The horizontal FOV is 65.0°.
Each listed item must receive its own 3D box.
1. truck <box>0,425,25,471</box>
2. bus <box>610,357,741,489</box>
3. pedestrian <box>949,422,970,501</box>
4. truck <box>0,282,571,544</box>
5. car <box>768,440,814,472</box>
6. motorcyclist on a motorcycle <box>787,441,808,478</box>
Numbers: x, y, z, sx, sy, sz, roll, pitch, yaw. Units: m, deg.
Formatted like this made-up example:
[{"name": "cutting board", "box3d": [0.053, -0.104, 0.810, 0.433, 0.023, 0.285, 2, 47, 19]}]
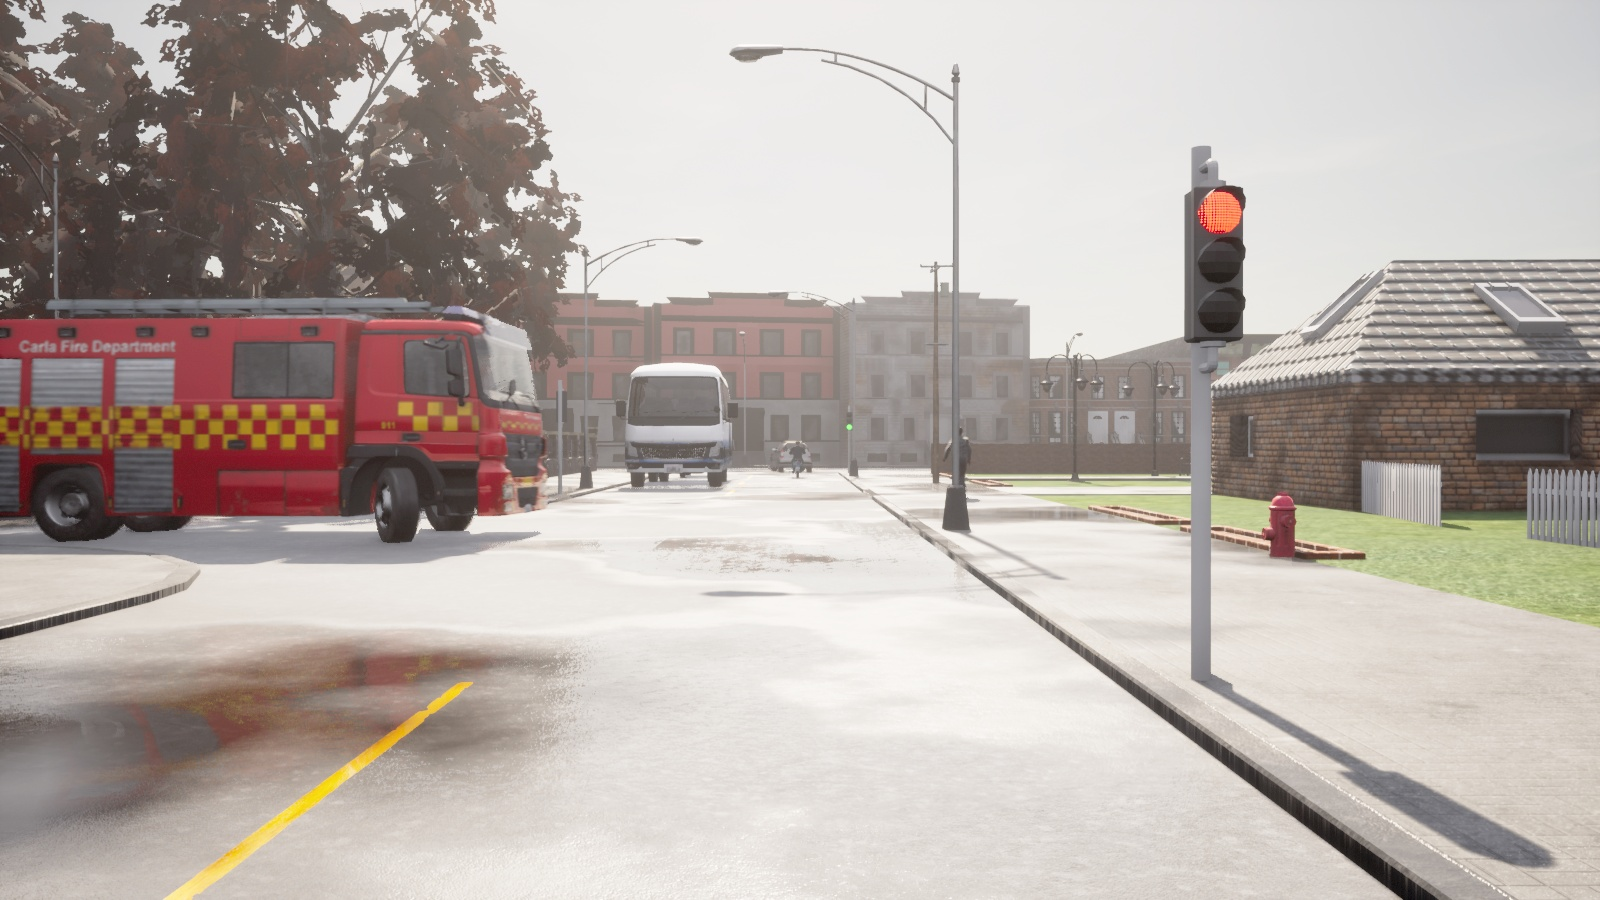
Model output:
[{"name": "truck", "box3d": [-45.850, -0.193, 68.736, 5.204, 2.467, 2.627, 2, 0, 0]}, {"name": "bus", "box3d": [-4.227, -0.889, 45.382, 3.944, 4.253, 10.273, 0, 0, -1]}, {"name": "pedestrian", "box3d": [3.968, 0.279, 31.243, 0.423, 1.949, 0.788, 0, 0, -1]}, {"name": "truck", "box3d": [-8.201, -0.538, 20.043, 8.468, 3.827, 2.891, 0, 0, 4]}, {"name": "car", "box3d": [-0.510, 0.275, 65.366, 1.851, 1.617, 3.988, 0, 0, -9]}, {"name": "motorcyclist on a motorcycle", "box3d": [-0.102, 0.393, 54.301, 0.866, 1.590, 1.817, 0, 0, 0]}]
